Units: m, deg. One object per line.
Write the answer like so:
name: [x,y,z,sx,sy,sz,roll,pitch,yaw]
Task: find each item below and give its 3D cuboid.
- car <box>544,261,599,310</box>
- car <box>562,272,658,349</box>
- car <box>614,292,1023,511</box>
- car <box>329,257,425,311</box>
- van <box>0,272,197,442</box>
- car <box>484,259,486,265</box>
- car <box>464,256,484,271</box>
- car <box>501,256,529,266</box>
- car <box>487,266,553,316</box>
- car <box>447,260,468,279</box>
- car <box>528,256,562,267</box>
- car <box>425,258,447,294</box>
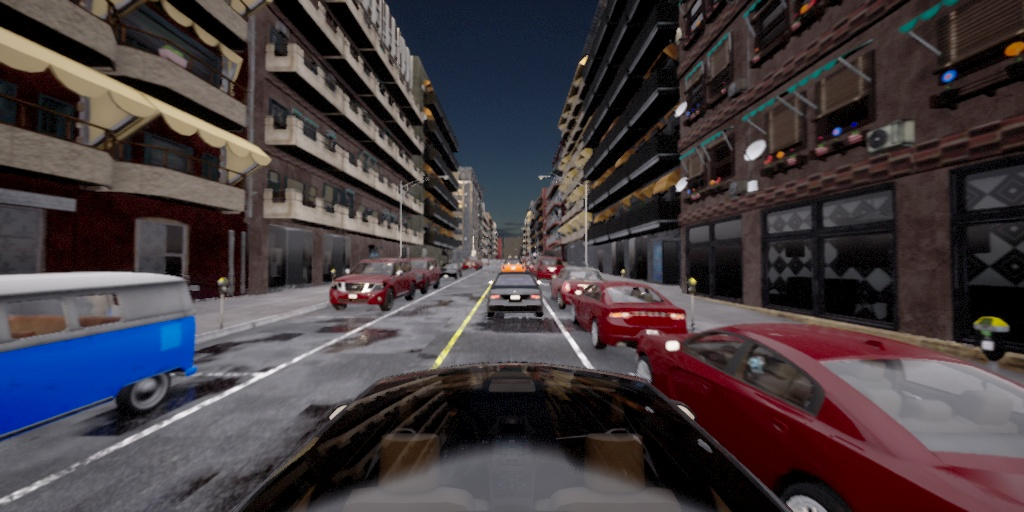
car: [2.580,1.150,14.382,1.967,1.591,4.097,0,0,0]
car: [2.570,1.272,8.851,1.888,1.381,4.507,0,0,0]
car: [2.569,1.290,3.321,1.888,1.381,4.507,0,0,0]
car: [-5.310,1.025,14.446,2.192,1.841,5.009,0,0,0]
van: [-5.314,1.085,3.386,1.690,1.789,3.998,0,0,0]
car: [-5.296,1.184,53.158,1.888,1.381,4.507,0,0,0]
car: [-5.298,0.958,47.626,2.192,1.841,5.009,0,0,0]
car: [0.112,1.019,31.567,2.097,1.767,4.553,0,0,0]
car: [0.107,1.262,13.093,2.033,1.411,5.357,0,0,0]
car: [-5.304,1.234,31.038,1.948,1.339,4.313,0,0,0]
car: [2.542,0.996,25.444,2.192,1.841,5.009,0,0,0]
car: [-5.308,1.009,19.976,2.192,1.841,5.009,0,0,0]
